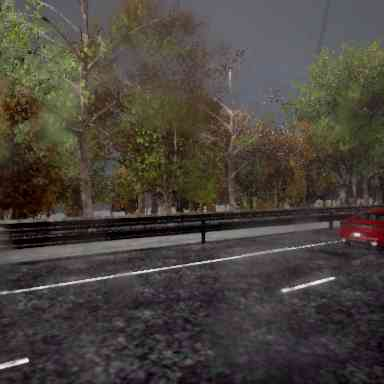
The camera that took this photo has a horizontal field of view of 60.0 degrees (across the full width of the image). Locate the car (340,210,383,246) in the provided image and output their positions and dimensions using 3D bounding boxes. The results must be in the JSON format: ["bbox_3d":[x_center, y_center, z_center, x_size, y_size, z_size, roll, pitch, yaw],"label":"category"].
[{"bbox_3d":[8.323,1.487,14.198,5.008,1.535,1.882,0,0,-36],"label":"car"}]
